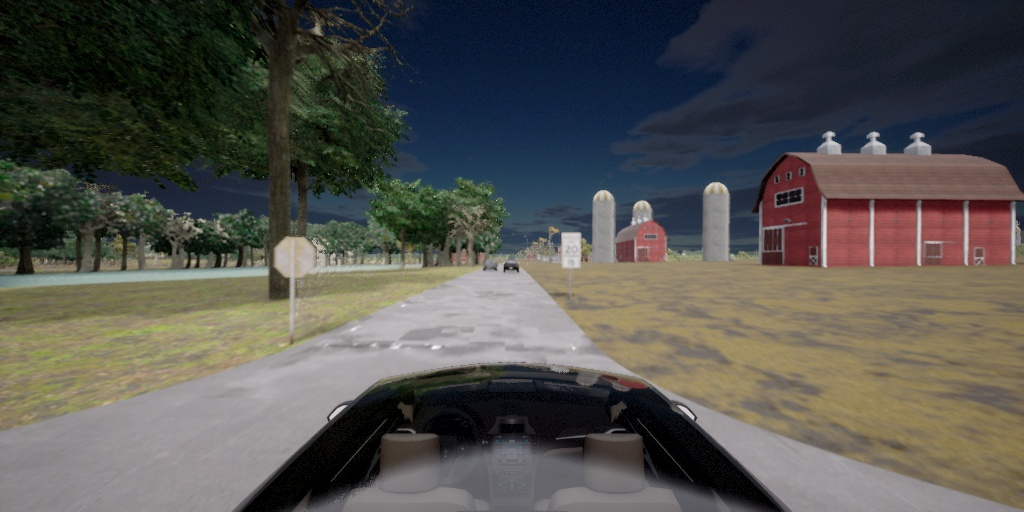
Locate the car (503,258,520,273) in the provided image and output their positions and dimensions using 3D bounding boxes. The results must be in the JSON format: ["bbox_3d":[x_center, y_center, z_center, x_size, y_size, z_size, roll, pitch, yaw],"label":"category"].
[{"bbox_3d":[-0.089,1.191,42.983,1.882,1.535,5.008,1,0,0],"label":"car"}]

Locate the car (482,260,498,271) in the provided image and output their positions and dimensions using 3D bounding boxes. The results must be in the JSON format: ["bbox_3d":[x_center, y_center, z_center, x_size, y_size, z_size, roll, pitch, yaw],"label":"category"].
[{"bbox_3d":[-2.852,1.222,47.981,1.837,1.490,4.892,1,0,0],"label":"car"}]
